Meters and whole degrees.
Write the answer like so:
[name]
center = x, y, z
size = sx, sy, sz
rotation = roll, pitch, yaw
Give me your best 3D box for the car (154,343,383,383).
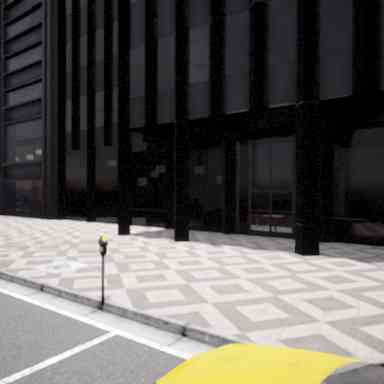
[car]
center = 1.682, 1.526, 1.643
size = 4.829, 1.417, 1.752
rotation = 0, 0, 37
